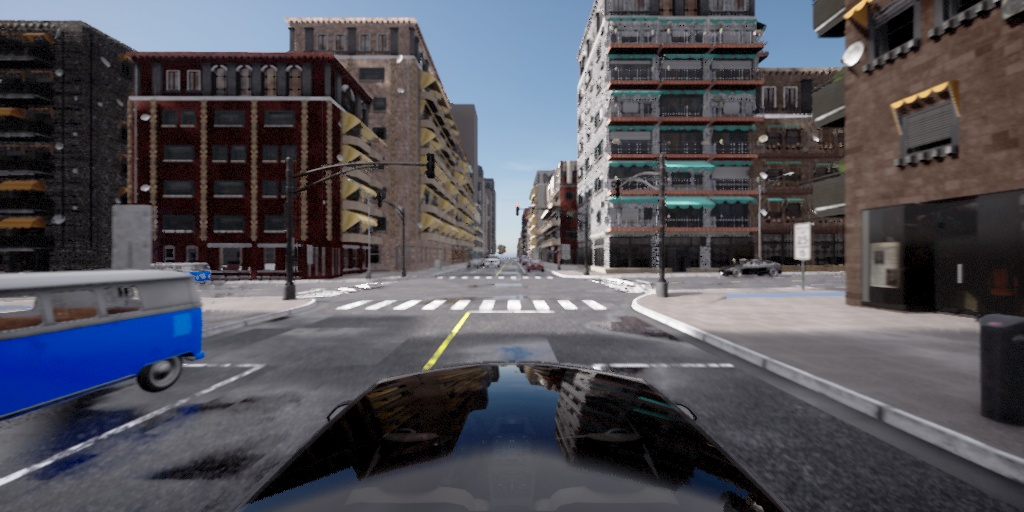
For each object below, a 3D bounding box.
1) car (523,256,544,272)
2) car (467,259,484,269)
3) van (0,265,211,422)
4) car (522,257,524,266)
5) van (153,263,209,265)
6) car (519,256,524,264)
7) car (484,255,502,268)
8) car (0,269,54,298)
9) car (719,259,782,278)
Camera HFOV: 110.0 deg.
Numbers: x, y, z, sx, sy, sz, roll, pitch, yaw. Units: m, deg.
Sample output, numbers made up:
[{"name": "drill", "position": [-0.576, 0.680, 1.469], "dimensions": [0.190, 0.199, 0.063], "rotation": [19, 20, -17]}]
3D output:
[{"name": "car", "position": [2.697, 1.070, 41.994], "dimensions": [1.967, 1.591, 4.097], "rotation": [0, 0, 0]}, {"name": "car", "position": [-5.682, 1.149, 53.064], "dimensions": [2.007, 1.370, 4.403], "rotation": [0, 0, 0]}, {"name": "van", "position": [-5.804, 1.083, 4.100], "dimensions": [1.690, 1.789, 3.998], "rotation": [0, 0, 0]}, {"name": "car", "position": [2.698, 1.165, 47.527], "dimensions": [2.007, 1.370, 4.403], "rotation": [0, 0, 0]}, {"name": "van", "position": [-25.364, 1.419, 27.356], "dimensions": [3.998, 1.789, 1.690], "rotation": [0, 0, 0]}, {"name": "car", "position": [2.701, 1.150, 64.131], "dimensions": [1.802, 1.307, 4.207], "rotation": [0, 0, 0]}, {"name": "car", "position": [-3.047, 0.811, 56.097], "dimensions": [2.150, 2.045, 5.566], "rotation": [0, 0, 1]}, {"name": "car", "position": [-31.218, 1.647, 21.502], "dimensions": [5.008, 1.535, 1.882], "rotation": [-1, 0, 0]}, {"name": "car", "position": [18.273, 0.932, 27.550], "dimensions": [4.313, 1.339, 1.948], "rotation": [0, 0, 0]}]
